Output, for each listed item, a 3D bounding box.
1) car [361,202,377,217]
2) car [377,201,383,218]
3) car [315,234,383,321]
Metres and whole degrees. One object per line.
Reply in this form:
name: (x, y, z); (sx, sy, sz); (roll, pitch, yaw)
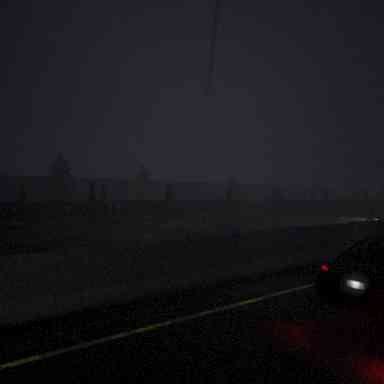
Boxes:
car: (18.105, 1.563, 31.152); (5.008, 1.535, 1.882); (0, 0, -24)
car: (18.093, 1.564, 27.318); (4.902, 1.511, 2.128); (0, 0, -24)
car: (4.470, 1.580, 6.920); (4.181, 1.385, 1.994); (0, 0, -35)
